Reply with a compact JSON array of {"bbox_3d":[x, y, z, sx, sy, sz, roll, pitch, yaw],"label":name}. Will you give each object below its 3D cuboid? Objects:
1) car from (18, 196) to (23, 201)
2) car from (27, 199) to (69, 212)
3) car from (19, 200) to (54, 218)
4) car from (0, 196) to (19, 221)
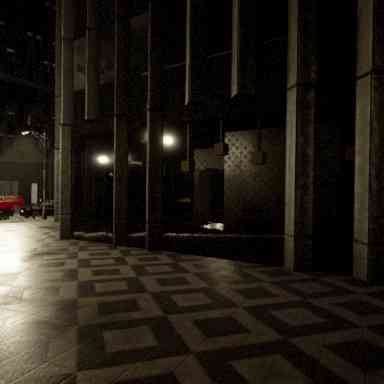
[{"bbox_3d":[-20.818,1.353,36.152,2.192,1.841,5.009,1,0,35],"label":"car"},{"bbox_3d":[-17.565,1.634,40.761,1.947,1.339,4.313,1,0,35],"label":"car"},{"bbox_3d":[-13.864,1.742,31.227,1.947,1.339,4.313,1,0,35],"label":"car"},{"bbox_3d":[-17.118,1.463,26.616,2.192,1.841,5.009,1,0,35],"label":"car"}]
